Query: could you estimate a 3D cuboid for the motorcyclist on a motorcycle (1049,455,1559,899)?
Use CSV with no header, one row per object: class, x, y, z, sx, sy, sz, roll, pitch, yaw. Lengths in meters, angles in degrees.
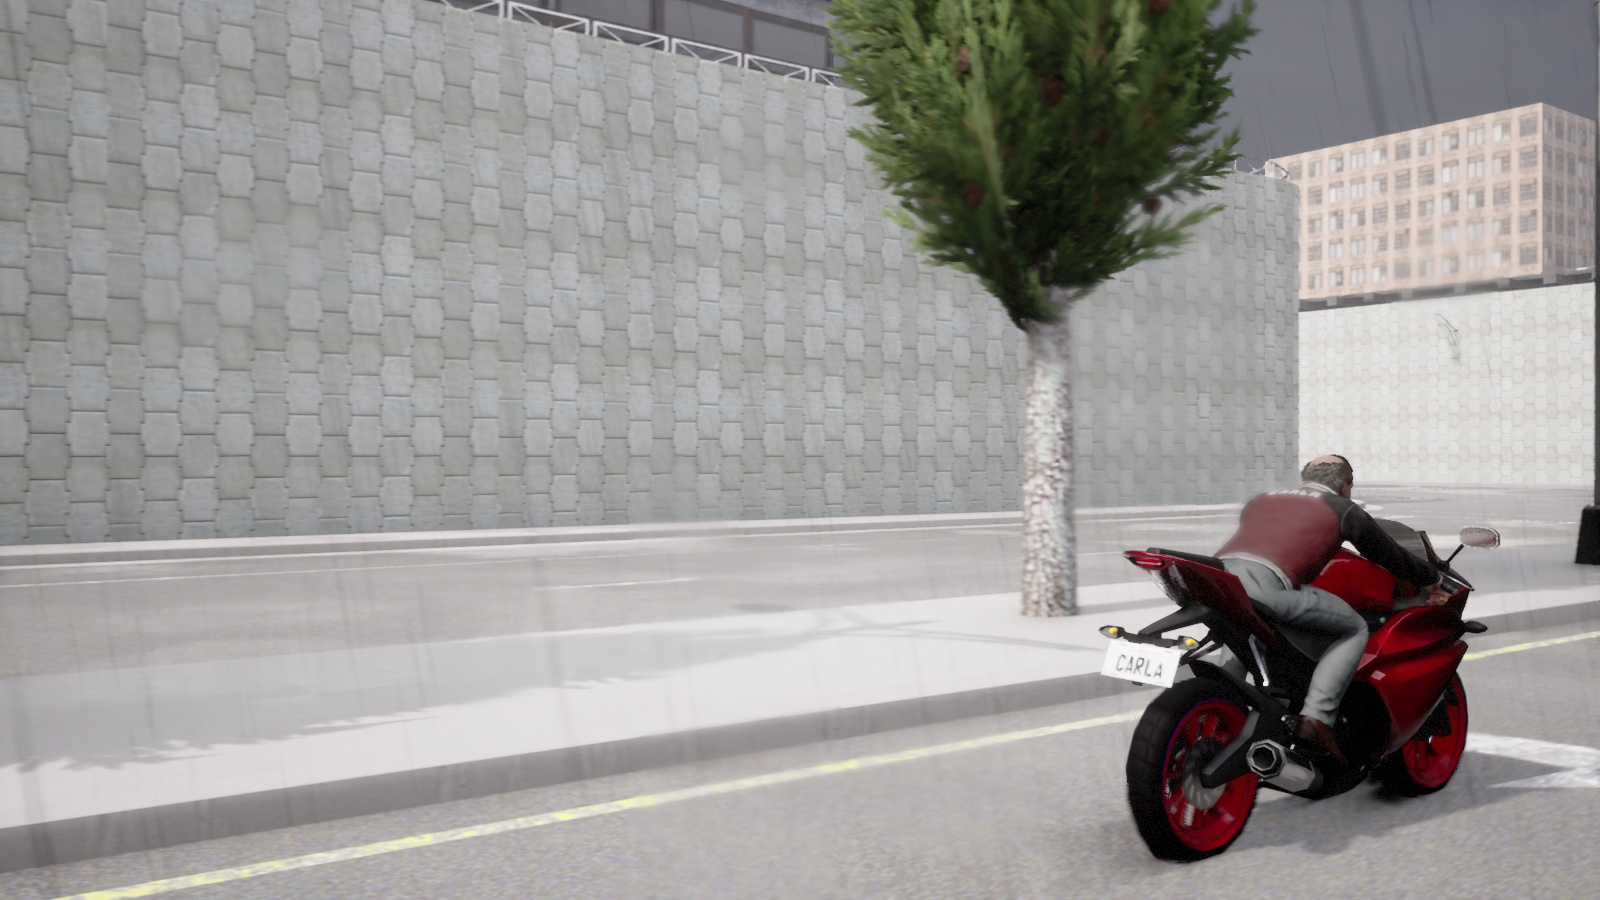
motorcyclist on a motorcycle,2.112,0.788,5.129,2.191,1.530,0.866,0,0,-35
